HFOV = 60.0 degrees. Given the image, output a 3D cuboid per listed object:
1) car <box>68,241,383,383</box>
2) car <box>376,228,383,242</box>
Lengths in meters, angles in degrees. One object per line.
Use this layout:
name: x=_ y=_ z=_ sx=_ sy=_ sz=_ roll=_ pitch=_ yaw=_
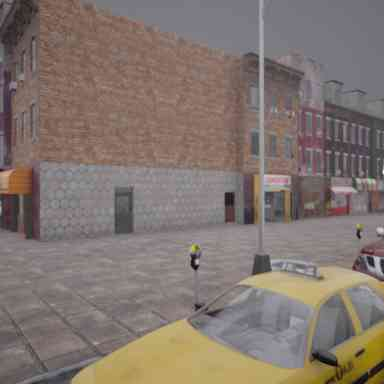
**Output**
car: x=1.054 y=1.524 z=3.656 sx=4.829 sy=1.417 sz=1.752 roll=0 pitch=0 yaw=-39
car: x=5.444 y=1.309 z=7.168 sx=5.009 sy=1.841 sz=2.192 roll=0 pitch=0 yaw=-39
